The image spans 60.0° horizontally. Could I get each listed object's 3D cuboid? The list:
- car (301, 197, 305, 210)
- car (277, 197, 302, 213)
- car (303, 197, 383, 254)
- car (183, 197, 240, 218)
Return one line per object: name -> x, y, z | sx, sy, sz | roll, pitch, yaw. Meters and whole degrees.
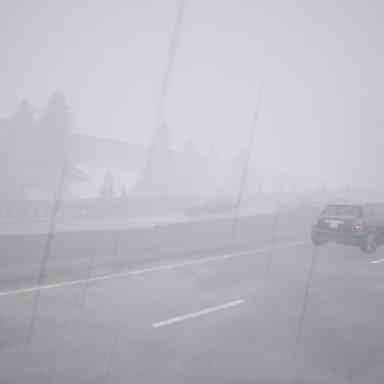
car -> 10.791, 1.081, 24.590 | 5.357, 1.411, 2.033 | -2, 1, -35
car -> 8.974, 1.091, 27.591 | 4.181, 1.385, 1.994 | -2, 1, -35
car -> 6.672, 1.131, 12.807 | 4.553, 1.767, 2.097 | -2, 1, -35
car -> 1.578, 1.162, 26.616 | 5.008, 1.535, 1.882 | -2, 1, -35
